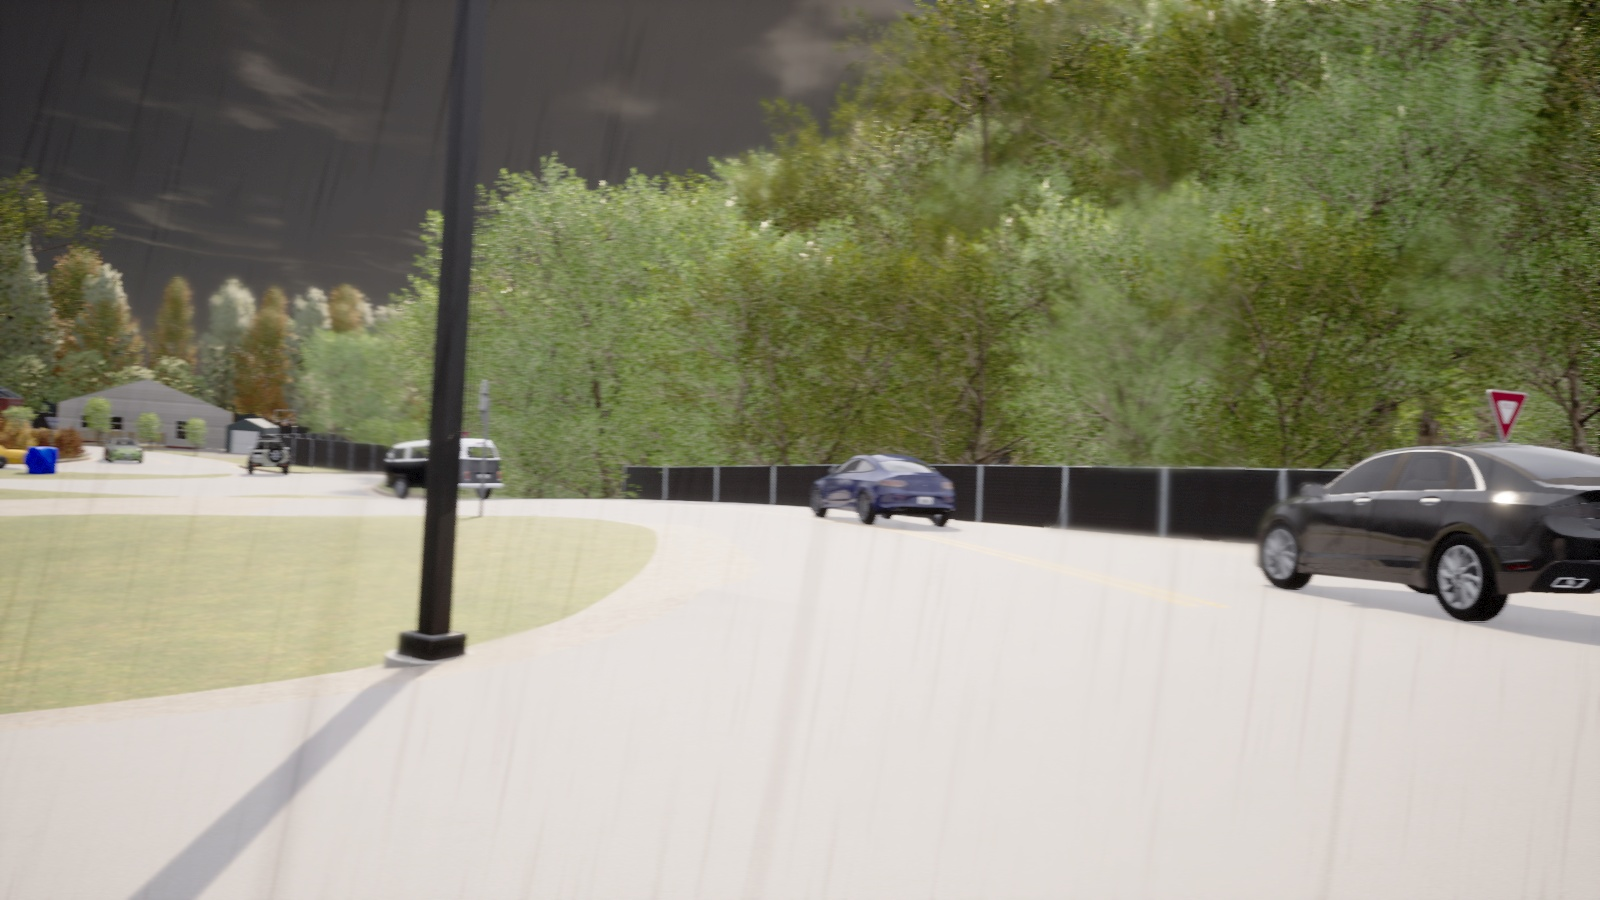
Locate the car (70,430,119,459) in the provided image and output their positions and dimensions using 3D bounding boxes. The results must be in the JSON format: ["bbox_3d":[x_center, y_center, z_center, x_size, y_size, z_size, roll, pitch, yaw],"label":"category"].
[{"bbox_3d":[-43.009,-0.345,76.499,2.007,1.525,4.514,3,1,-36],"label":"car"}]

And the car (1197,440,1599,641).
[{"bbox_3d":[5.834,0.767,11.987,1.837,1.490,4.892,3,-2,-9],"label":"car"}]

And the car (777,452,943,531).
[{"bbox_3d":[1.158,0.828,26.849,1.812,1.442,4.674,3,-1,-20],"label":"car"}]

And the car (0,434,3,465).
[{"bbox_3d":[-44.153,-0.214,64.228,5.366,1.575,1.801,5,-1,-43],"label":"car"}]

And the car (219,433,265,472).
[{"bbox_3d":[-28.166,0.116,63.322,1.932,1.855,4.605,2,0,-26],"label":"car"}]

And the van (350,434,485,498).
[{"bbox_3d":[-12.974,0.584,42.554,4.480,2.038,2.069,-2,-2,36],"label":"van"}]
